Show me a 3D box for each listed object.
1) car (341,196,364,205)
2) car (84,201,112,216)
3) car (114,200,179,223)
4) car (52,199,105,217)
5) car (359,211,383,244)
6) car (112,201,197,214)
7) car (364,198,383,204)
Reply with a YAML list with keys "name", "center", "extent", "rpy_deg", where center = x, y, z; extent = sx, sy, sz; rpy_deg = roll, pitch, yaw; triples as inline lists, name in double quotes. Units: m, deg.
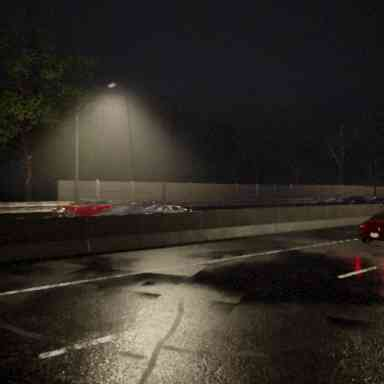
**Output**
- name: "car"
  center: [25.505, 1.434, 52.230]
  extent: [4.553, 1.767, 2.097]
  rpy_deg: [0, 0, -35]
- name: "car"
  center: [-4.136, 1.557, 22.541]
  extent: [5.357, 1.411, 2.033]
  rpy_deg: [0, 0, -36]
- name: "car"
  center: [-3.660, 1.514, 27.175]
  extent: [4.892, 1.490, 1.837]
  rpy_deg: [-1, 1, -35]
- name: "car"
  center: [-8.834, 1.361, 26.996]
  extent: [4.553, 1.767, 2.097]
  rpy_deg: [0, 0, -38]
- name: "car"
  center: [9.129, 1.542, 14.559]
  extent: [4.674, 1.442, 1.812]
  rpy_deg: [0, 0, -36]
- name: "car"
  center: [-1.867, 1.501, 19.859]
  extent: [4.902, 1.511, 2.128]
  rpy_deg: [0, 0, -35]
- name: "car"
  center: [28.269, 1.610, 49.900]
  extent: [4.674, 1.442, 1.812]
  rpy_deg: [0, 0, -35]
